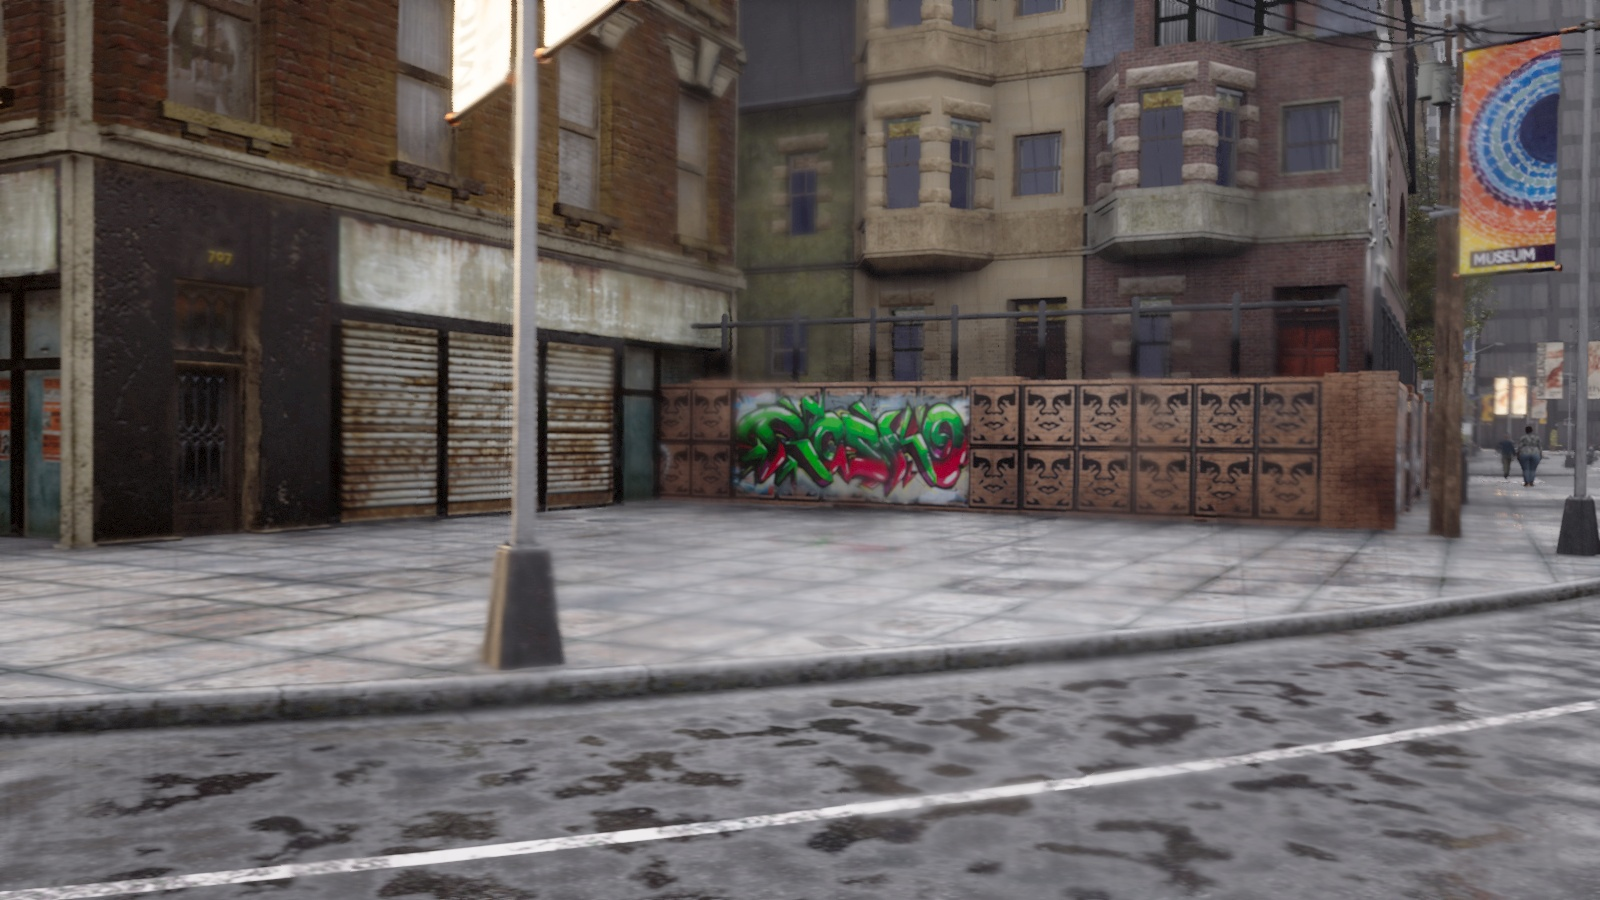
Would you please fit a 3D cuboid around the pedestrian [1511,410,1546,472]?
[{"bbox_3d":[22.112,-0.287,38.143,0.874,1.855,0.900,0,1,28],"label":"pedestrian"}]

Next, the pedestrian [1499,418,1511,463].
[{"bbox_3d":[29.138,-0.397,51.873,0.402,1.842,0.726,0,1,32],"label":"pedestrian"}]
